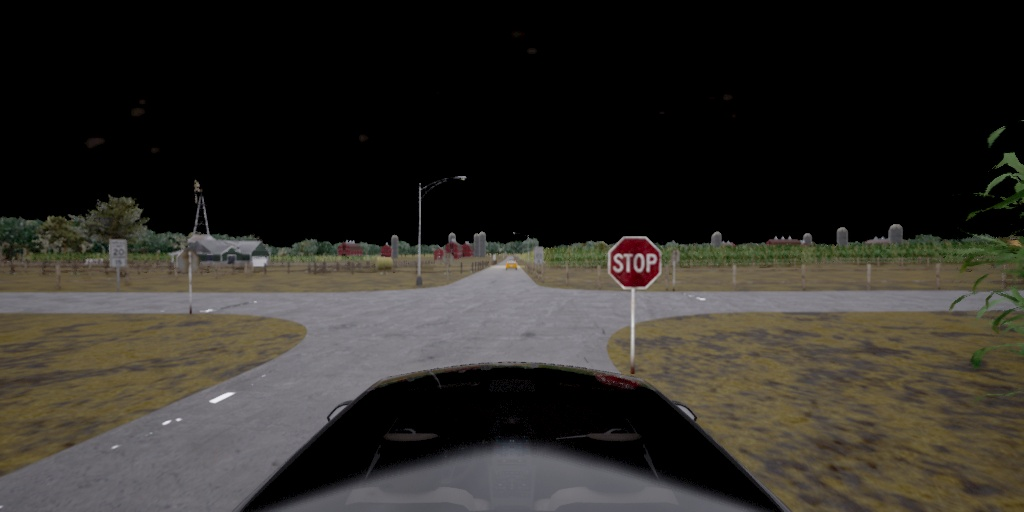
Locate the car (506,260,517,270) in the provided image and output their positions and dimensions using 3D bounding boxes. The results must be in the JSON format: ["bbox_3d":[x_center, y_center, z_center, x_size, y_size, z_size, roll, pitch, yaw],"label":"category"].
[{"bbox_3d":[-0.079,1.561,61.155,1.882,1.535,5.008,0,0,0],"label":"car"}]
